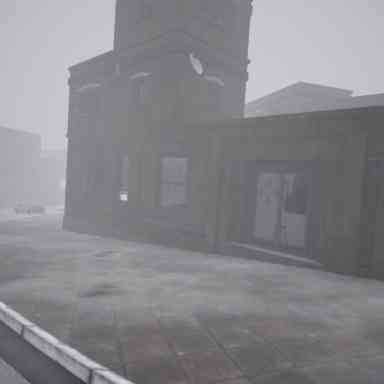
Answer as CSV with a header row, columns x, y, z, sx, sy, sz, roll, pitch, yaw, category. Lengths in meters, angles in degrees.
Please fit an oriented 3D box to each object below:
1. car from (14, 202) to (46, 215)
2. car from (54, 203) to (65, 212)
x,y,z,sx,sy,sz,roll,pitch,yaw,category
-19.774,1.991,40.868,2.128,1.511,4.902,4,-1,3,car
-18.612,2.363,50.782,2.033,1.411,5.357,4,-1,16,car
